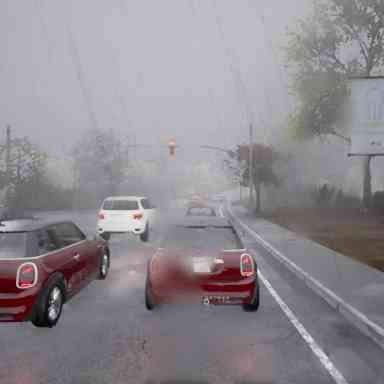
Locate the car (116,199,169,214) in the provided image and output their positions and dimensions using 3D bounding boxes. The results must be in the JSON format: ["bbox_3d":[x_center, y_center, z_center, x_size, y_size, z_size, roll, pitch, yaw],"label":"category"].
[{"bbox_3d":[-5.272,1.546,35.290,5.357,1.411,2.033,0,0,-19],"label":"car"}]

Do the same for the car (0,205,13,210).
[{"bbox_3d":[-10.449,1.546,17.881,2.033,1.411,5.357,0,0,0],"label":"car"}]

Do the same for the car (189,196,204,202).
[{"bbox_3d":[0.609,1.474,61.681,1.882,1.535,5.008,0,0,7],"label":"car"}]

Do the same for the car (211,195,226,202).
[{"bbox_3d":[5.973,1.586,75.535,1.895,1.301,4.718,0,0,9],"label":"car"}]

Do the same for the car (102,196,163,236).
[{"bbox_3d":[-3.052,1.221,16.879,2.150,2.045,5.566,0,0,2],"label":"car"}]

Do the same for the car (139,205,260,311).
[{"bbox_3d":[0.216,1.352,7.949,2.097,1.767,4.553,0,0,1],"label":"car"}]

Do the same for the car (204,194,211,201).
[{"bbox_3d":[4.119,1.351,85.687,2.097,1.767,4.553,0,0,10],"label":"car"}]

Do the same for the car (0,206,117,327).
[{"bbox_3d":[-3.293,1.352,7.203,2.097,1.767,4.553,0,0,1],"label":"car"}]

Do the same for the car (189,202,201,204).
[{"bbox_3d":[0.466,1.491,17.156,2.128,1.511,4.902,0,0,2],"label":"car"}]

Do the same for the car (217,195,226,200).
[{"bbox_3d":[7.661,1.388,85.628,1.812,1.442,4.674,0,0,10],"label":"car"}]
